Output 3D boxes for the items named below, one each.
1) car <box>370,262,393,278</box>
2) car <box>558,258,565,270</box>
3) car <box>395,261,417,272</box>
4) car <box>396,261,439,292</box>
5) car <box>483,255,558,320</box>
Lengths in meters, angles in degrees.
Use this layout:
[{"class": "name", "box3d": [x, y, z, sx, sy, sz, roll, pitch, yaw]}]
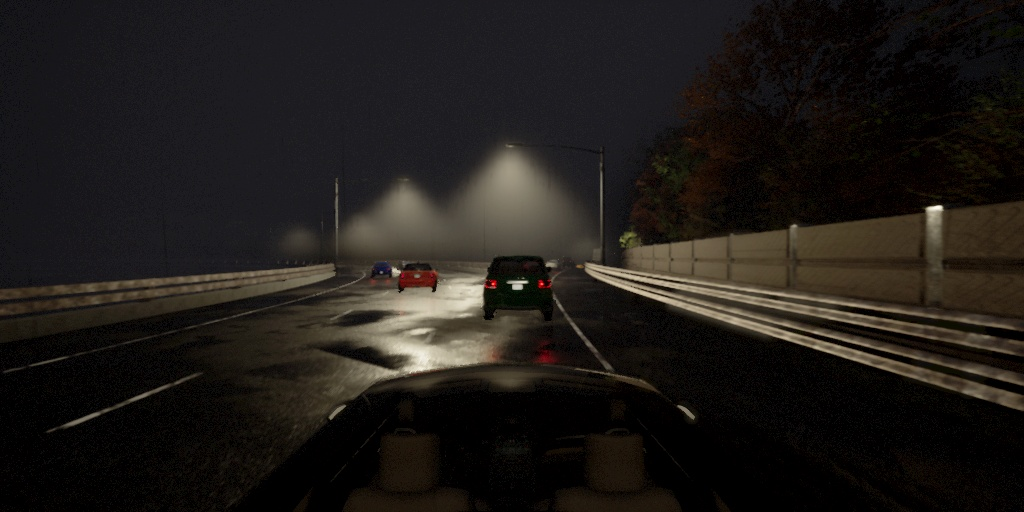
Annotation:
[{"class": "car", "box3d": [-12.769, 1.337, 35.284, 1.812, 1.442, 4.674, 0, 0, -18]}, {"class": "car", "box3d": [6.025, 1.286, 51.050, 1.812, 1.442, 4.674, 0, 0, 14]}, {"class": "car", "box3d": [-14.580, 1.373, 48.981, 2.033, 1.411, 5.357, 0, 0, -26]}, {"class": "car", "box3d": [-5.563, 1.132, 21.726, 2.097, 1.767, 4.553, 0, 0, -10]}, {"class": "car", "box3d": [0.266, 0.978, 12.902, 2.150, 2.045, 5.566, 0, 0, 2]}]
